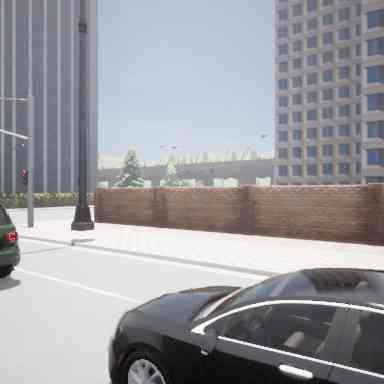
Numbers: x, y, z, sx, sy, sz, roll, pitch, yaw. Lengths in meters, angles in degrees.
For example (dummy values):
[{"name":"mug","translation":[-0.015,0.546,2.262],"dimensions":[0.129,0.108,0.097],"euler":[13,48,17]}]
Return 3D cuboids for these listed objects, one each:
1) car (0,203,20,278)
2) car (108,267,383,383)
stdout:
[{"name":"car","translation":[-6.786,1.221,8.819],"dimensions":[5.566,2.045,2.150],"euler":[0,0,35]},{"name":"car","translation":[1.289,1.504,3.073],"dimensions":[4.892,1.490,1.837],"euler":[0,0,36]}]
